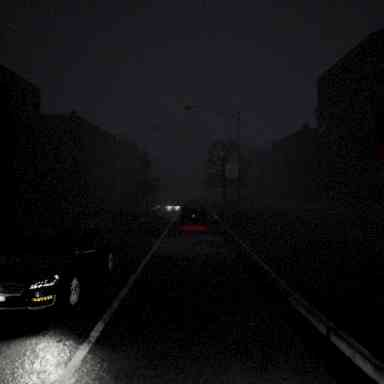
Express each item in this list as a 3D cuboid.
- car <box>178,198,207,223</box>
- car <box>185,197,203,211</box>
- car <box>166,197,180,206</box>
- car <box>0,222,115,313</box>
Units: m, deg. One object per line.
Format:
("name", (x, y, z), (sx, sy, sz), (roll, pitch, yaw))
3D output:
("car", (0.125, 1.493, 25.449), (1.882, 1.535, 5.008), (0, 0, 0))
("car", (0.196, 1.468, 41.975), (2.128, 1.511, 4.902), (0, 0, 0))
("car", (-2.915, 1.518, 52.658), (1.994, 1.385, 4.181), (0, 0, 1))
("car", (-3.196, 1.540, 7.991), (1.837, 1.490, 4.892), (0, 0, 0))
